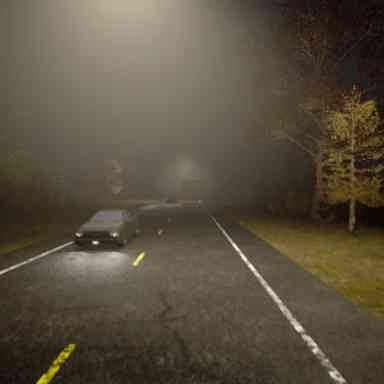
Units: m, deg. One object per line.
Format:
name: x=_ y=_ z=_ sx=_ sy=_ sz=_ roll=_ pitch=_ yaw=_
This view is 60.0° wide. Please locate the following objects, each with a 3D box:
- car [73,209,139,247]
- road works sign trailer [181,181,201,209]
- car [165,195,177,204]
car: x=-3.600 y=1.501 z=15.071 sx=2.033 sy=1.411 sz=5.357 roll=0 pitch=0 yaw=0
road works sign trailer: x=0.000 y=0.337 z=42.349 sx=2.380 sy=3.560 sz=2.880 roll=0 pitch=0 yaw=0
car: x=-3.550 y=1.333 z=57.611 sx=1.837 sy=1.490 sz=4.892 roll=0 pitch=1 yaw=1
